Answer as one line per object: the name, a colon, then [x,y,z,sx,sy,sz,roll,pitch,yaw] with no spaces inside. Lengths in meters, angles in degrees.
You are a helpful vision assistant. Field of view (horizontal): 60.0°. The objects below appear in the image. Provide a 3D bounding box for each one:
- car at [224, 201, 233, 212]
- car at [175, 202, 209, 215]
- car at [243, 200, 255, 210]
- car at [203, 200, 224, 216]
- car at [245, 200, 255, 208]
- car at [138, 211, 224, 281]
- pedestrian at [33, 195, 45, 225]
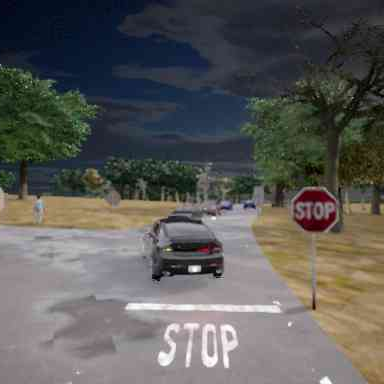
car: [4.952,2.052,49.323,1.882,1.535,5.008,0,-1,13]
car: [-0.302,1.757,26.795,2.033,1.411,5.357,0,-1,13]
car: [9.856,2.191,57.075,1.882,1.535,5.008,0,-1,12]
car: [1.890,1.717,36.529,2.097,1.767,4.553,0,-1,14]
car: [11.698,2.402,67.242,1.882,1.535,5.008,0,-1,9]
car: [-0.462,1.542,10.096,1.837,1.490,4.892,1,0,-13]
pedestrian: [-9.399,1.069,20.350,0.375,1.860,0.375,0,-4,4]
